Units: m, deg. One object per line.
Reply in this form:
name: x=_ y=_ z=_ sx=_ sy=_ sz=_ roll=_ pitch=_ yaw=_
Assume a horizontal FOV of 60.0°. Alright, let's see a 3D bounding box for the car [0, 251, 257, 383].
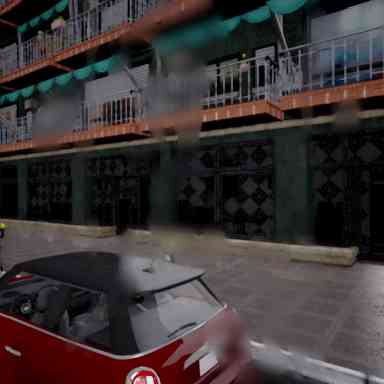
car: x=-1.442 y=1.440 z=3.899 sx=4.097 sy=1.590 sz=1.967 roll=0 pitch=0 yaw=35
